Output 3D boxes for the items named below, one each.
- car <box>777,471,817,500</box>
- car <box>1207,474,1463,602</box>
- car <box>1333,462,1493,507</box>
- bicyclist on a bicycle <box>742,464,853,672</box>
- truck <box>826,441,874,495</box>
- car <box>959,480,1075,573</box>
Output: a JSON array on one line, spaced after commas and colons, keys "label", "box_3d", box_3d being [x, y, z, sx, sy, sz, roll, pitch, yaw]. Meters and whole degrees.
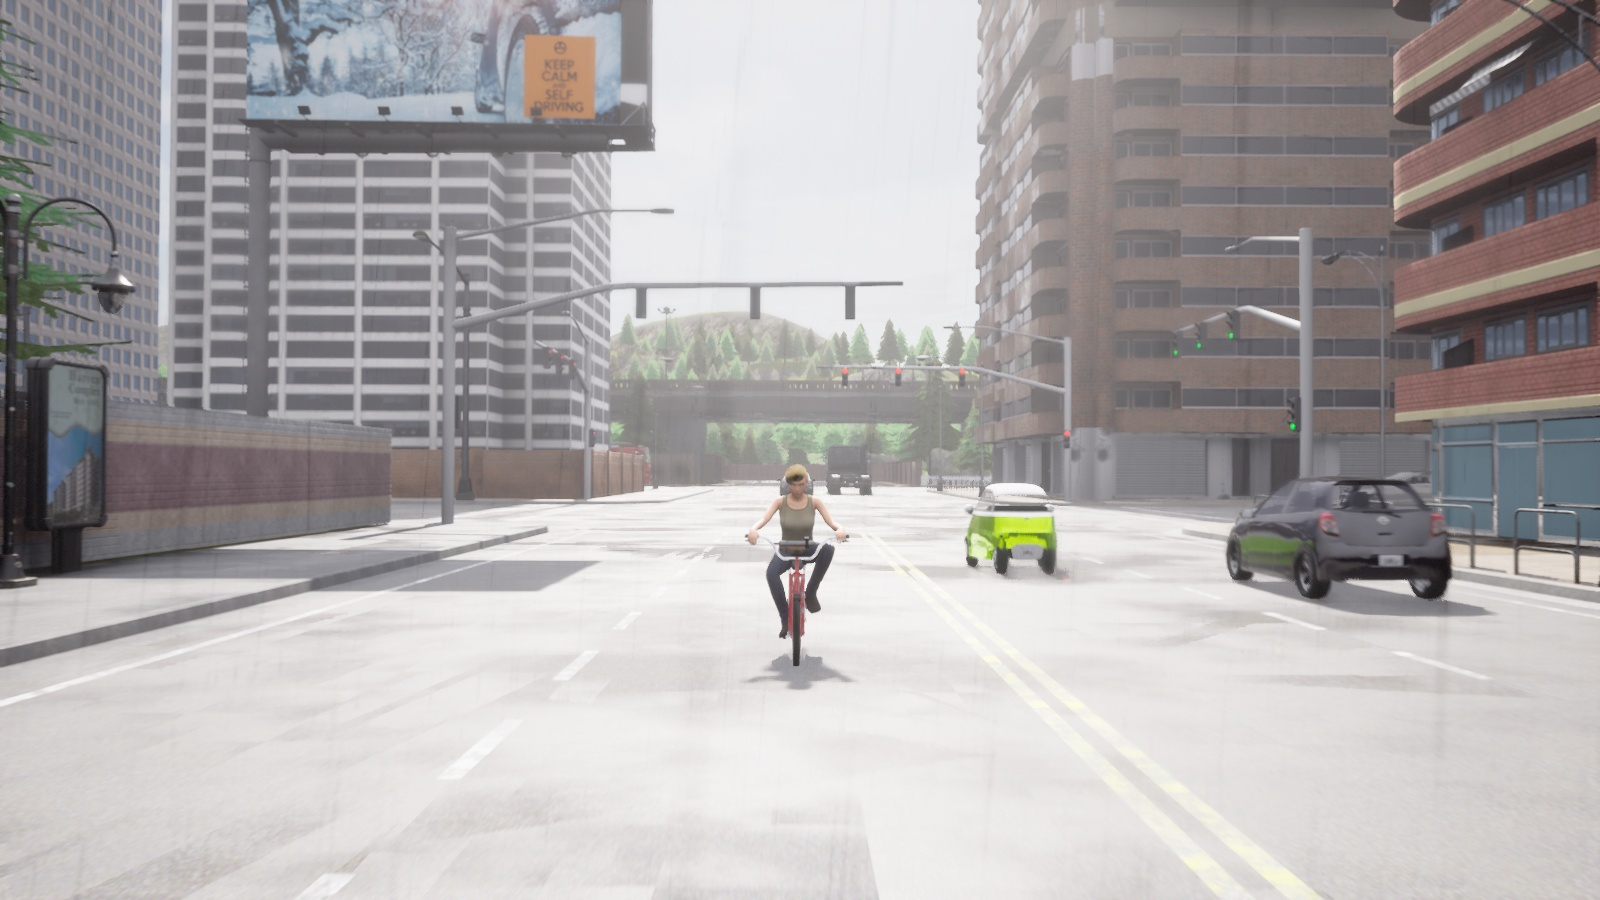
[{"label": "car", "box_3d": [-0.165, 1.951, 69.940, 2.128, 1.511, 4.902, 0, -1, 0]}, {"label": "car", "box_3d": [6.960, 1.084, 16.772, 1.845, 1.501, 3.633, 0, -1, 0]}, {"label": "car", "box_3d": [23.261, 1.306, 47.802, 5.027, 1.651, 2.152, 0, -1, 0]}, {"label": "bicyclist on a bicycle", "box_3d": [-0.018, 0.929, 10.541, 0.866, 1.612, 1.509, 0, -1, 0]}, {"label": "truck", "box_3d": [3.295, 1.253, 85.019, 2.891, 3.462, 7.936, 0, -1, 0]}, {"label": "car", "box_3d": [3.452, 1.197, 20.261, 1.481, 1.376, 2.207, 0, -1, 0]}]
